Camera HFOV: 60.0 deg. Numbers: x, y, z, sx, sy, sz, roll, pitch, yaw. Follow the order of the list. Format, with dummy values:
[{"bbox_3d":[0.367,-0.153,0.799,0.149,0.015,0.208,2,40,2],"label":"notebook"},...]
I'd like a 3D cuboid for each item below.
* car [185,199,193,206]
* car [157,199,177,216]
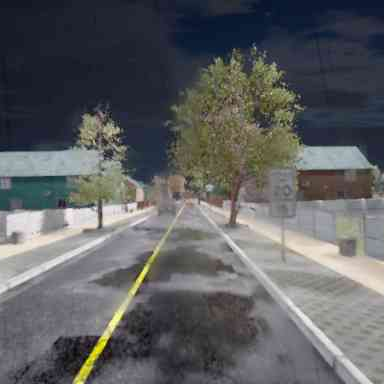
[{"bbox_3d":[-0.803,2.858,87.867,1.882,1.535,5.008,-1,-1,-1],"label":"car"},{"bbox_3d":[-3.137,1.949,42.397,2.150,2.045,5.566,-1,-1,-1],"label":"car"}]
